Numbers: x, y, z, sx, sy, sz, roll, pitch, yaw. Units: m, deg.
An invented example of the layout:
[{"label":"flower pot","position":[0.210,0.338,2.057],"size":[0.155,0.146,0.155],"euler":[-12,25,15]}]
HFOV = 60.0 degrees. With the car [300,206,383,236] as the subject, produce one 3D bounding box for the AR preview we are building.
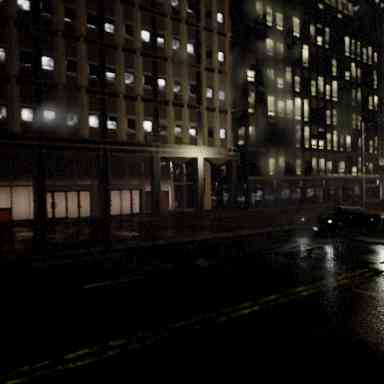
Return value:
[{"label":"car","position":[7.682,1.411,17.142],"size":[4.718,1.301,1.895],"euler":[-1,0,-35]}]
